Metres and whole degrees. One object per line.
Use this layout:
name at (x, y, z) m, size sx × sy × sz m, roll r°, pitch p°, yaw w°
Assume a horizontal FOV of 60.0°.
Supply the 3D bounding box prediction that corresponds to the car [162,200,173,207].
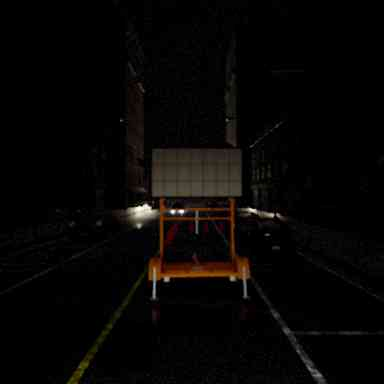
car at (-5.068, 2.366, 68.670) m, size 1.887 × 1.381 × 4.507 m, roll -1°, pitch -1°, yaw 1°

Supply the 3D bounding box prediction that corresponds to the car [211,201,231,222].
car at (3.068, 1.775, 30.054) m, size 1.967 × 1.590 × 4.097 m, roll -1°, pitch -1°, yaw 1°

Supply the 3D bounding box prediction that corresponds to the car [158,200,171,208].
car at (-5.123, 2.306, 63.165) m, size 2.008 × 1.369 × 4.403 m, roll -1°, pitch -1°, yaw 1°

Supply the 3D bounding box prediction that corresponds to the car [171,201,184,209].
car at (-2.405, 2.283, 57.893) m, size 1.895 × 1.301 × 4.718 m, roll 0°, pitch -1°, yaw 0°

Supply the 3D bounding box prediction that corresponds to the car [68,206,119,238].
car at (-5.566, 1.674, 19.130) m, size 1.967 × 1.590 × 4.097 m, roll -1°, pitch -1°, yaw 1°

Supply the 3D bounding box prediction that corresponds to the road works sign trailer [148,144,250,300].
road works sign trailer at (0.125, 0.562, 8.682) m, size 2.380 × 3.560 × 2.880 m, roll 0°, pitch -1°, yaw -2°

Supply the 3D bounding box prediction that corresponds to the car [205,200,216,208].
car at (3.401, 2.272, 63.080) m, size 1.887 × 1.381 × 4.507 m, roll -1°, pitch -1°, yaw 1°

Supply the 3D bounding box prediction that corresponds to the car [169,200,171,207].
car at (-5.178, 2.254, 57.660) m, size 1.947 × 1.339 × 4.313 m, roll -1°, pitch -1°, yaw 1°

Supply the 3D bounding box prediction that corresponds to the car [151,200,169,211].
car at (-5.235, 2.062, 52.157) m, size 1.967 × 1.590 × 4.097 m, roll -1°, pitch -1°, yaw 1°

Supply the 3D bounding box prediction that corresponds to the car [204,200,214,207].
car at (3.456, 2.339, 68.584) m, size 1.887 × 1.381 × 4.507 m, roll -1°, pitch -1°, yaw 1°

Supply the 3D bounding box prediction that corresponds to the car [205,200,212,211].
car at (3.291, 2.161, 52.071) m, size 1.947 × 1.339 × 4.313 m, roll -1°, pitch -1°, yaw 1°

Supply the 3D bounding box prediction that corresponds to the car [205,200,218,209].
car at (3.346, 2.206, 57.575) m, size 1.887 × 1.381 × 4.507 m, roll -1°, pitch -1°, yaw 1°

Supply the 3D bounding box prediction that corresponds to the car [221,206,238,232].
car at (2.960, 1.752, 19.044) m, size 1.887 × 1.381 × 4.507 m, roll -1°, pitch -1°, yaw 1°

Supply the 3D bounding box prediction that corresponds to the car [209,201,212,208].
car at (3.125, 1.944, 35.557) m, size 1.887 × 1.381 × 4.507 m, roll -1°, pitch -1°, yaw 1°

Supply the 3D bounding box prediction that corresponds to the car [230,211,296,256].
car at (2.905, 1.695, 13.539) m, size 2.008 × 1.369 × 4.403 m, roll -1°, pitch -1°, yaw 1°
